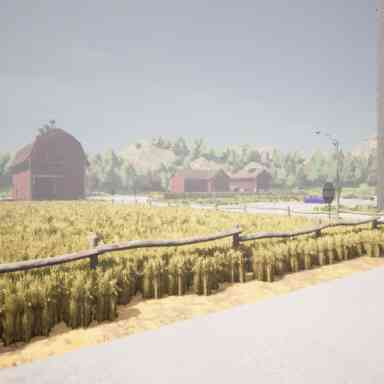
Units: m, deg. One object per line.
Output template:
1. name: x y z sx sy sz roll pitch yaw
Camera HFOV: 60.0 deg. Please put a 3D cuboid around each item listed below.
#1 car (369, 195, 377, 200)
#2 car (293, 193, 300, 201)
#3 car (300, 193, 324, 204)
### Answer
1. car: 42.580 1.157 75.462 1.905 1.878 3.866 0 0 -36
2. car: 26.545 1.176 80.191 1.932 1.855 4.605 0 0 -36
3. car: 23.001 1.375 61.229 2.242 1.667 4.611 0 0 -36
